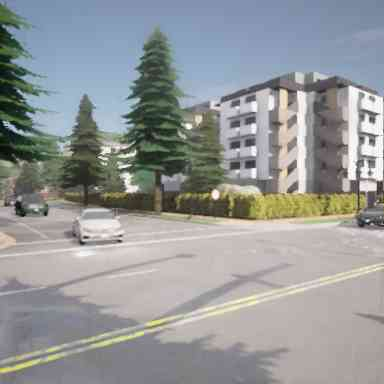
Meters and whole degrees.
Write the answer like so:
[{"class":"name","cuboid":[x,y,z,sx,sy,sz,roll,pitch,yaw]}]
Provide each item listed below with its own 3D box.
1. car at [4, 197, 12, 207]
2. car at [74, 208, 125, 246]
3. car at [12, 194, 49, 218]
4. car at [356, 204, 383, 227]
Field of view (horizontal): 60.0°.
[{"class":"car","cuboid":[-27.346,1.456,50.471,2.128,1.511,4.902,0,0,-30]},{"class":"car","cuboid":[-4.466,1.499,15.599,1.812,1.442,4.674,0,0,-24]},{"class":"car","cuboid":[-14.808,1.185,30.650,2.150,2.045,5.566,0,0,-35]},{"class":"car","cuboid":[12.577,1.523,21.553,4.892,1.490,1.837,0,0,-35]}]
